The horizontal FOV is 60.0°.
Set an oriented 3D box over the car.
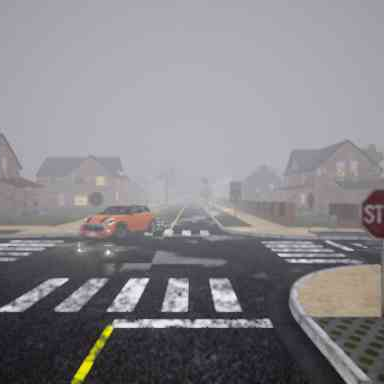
[{"bbox_3d":[-3.751,1.431,17.647,2.097,1.767,4.553,-1,-1,24],"label":"car"}]
